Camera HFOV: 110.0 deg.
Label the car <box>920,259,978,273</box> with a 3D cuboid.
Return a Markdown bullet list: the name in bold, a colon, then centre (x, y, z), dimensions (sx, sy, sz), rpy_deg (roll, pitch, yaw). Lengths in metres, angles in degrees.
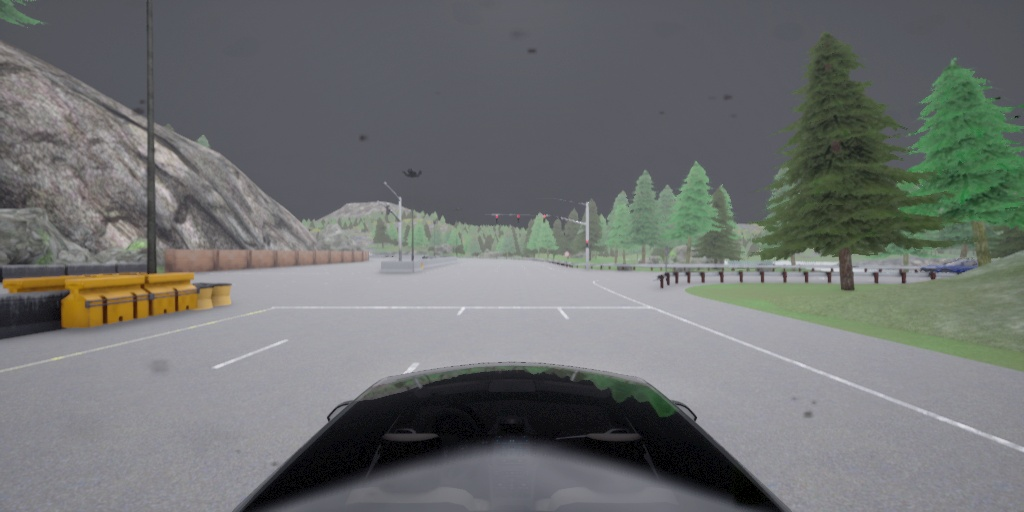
- **car**: centre (36.627, 1.025, 29.086), dimensions (5.008, 1.535, 1.882), rpy_deg (0, 0, 19)
